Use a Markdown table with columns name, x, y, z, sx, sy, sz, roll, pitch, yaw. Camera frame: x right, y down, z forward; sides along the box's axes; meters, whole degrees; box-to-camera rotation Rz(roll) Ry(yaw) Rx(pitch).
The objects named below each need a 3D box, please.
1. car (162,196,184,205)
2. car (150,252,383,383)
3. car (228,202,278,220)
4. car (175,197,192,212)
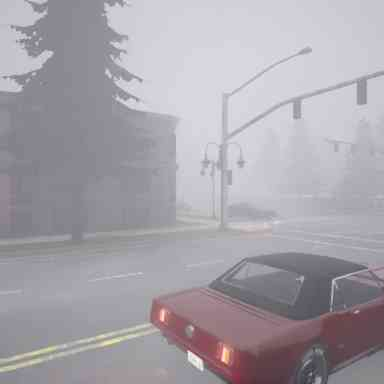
| name | x | y | z | sx | sy | sz | roll | pitch | yaw |
| --- | --- | --- | --- | --- | --- | --- | --- | --- | --- |
| car | -3.420 | 1.526 | 60.039 | 1.812 | 1.442 | 4.674 | 0 | 0 | -33 |
| car | 1.881 | 1.601 | 4.976 | 4.718 | 1.301 | 1.895 | 0 | 0 | -34 |
| car | 4.740 | 1.547 | 28.220 | 2.033 | 1.411 | 5.357 | 0 | 0 | -33 |
| car | -1.889 | 1.492 | 38.306 | 2.128 | 1.511 | 4.902 | 0 | 0 | -33 |
